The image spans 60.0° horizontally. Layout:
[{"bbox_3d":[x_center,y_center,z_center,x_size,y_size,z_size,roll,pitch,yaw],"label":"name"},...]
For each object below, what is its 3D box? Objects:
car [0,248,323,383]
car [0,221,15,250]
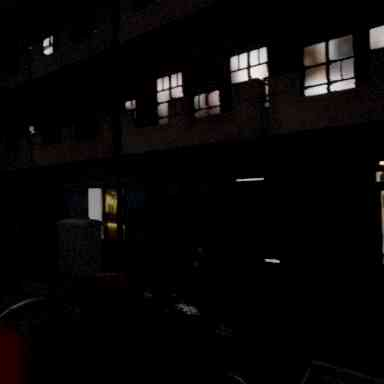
[{"bbox_3d":[-0.992,1.571,3.600,4.507,1.381,1.887,-1,-1,36],"label":"car"},{"bbox_3d":[-5.503,1.394,6.821,5.009,1.841,2.192,-1,-1,36],"label":"car"}]
